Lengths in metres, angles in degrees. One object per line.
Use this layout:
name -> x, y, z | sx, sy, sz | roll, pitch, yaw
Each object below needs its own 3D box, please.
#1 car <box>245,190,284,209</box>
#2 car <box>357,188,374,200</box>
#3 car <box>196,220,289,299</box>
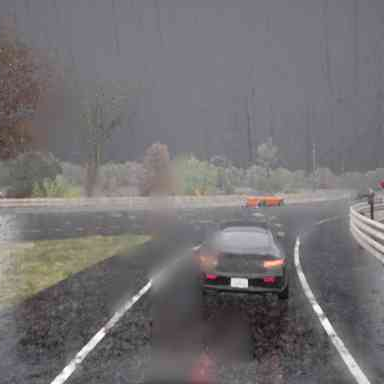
car -> 7.981, 0.795, 36.251 | 4.553, 1.767, 2.097 | -1, 1, -37
car -> 30.534, 0.314, 58.452 | 2.150, 2.045, 5.566 | 1, 1, 36
car -> 1.276, 1.408, 8.129 | 1.812, 1.442, 4.674 | 0, 1, 11
